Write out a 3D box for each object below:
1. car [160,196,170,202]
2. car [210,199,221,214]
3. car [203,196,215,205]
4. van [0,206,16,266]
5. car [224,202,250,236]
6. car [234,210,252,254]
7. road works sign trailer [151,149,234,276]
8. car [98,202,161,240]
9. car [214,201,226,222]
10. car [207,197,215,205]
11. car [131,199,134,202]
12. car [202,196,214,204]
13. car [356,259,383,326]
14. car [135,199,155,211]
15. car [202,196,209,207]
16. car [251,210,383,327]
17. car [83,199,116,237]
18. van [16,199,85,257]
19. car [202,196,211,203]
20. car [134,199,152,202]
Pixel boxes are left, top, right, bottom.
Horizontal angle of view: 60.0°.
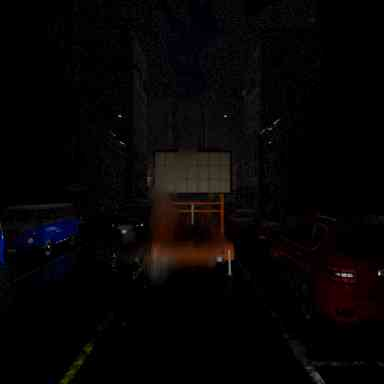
[{"bbox_3d":[-5.579,1.490,68.406,1.887,1.381,4.507,-1,0,0],"label":"car"},{"bbox_3d":[2.901,1.551,29.293,1.947,1.339,4.313,-1,0,0],"label":"car"},{"bbox_3d":[2.948,1.485,57.393,1.752,1.417,4.829,-1,0,0],"label":"car"},{"bbox_3d":[-5.671,1.339,6.963,1.690,1.788,3.998,-1,0,0],"label":"van"},{"bbox_3d":[2.881,1.518,18.292,1.752,1.417,4.829,-1,0,0],"label":"car"},{"bbox_3d":[2.873,1.577,12.536,1.802,1.307,4.206,-1,0,0],"label":"car"},{"bbox_3d":[0.019,0.461,10.355,2.380,3.560,2.880,0,0,0],"label":"road works sign trailer"},{"bbox_3d":[-2.977,1.485,17.096,2.128,1.511,4.902,0,0,0],"label":"car"},{"bbox_3d":[2.891,1.555,23.708,1.947,1.339,4.313,-1,0,0],"label":"car"},{"bbox_3d":[2.910,1.532,34.879,2.008,1.369,4.403,-1,0,0],"label":"car"},{"bbox_3d":[-5.645,1.429,23.720,1.967,1.590,4.097,-1,0,0],"label":"car"},{"bbox_3d":[2.957,1.519,62.809,1.947,1.339,4.313,-1,0,0],"label":"car"},{"bbox_3d":[2.853,1.525,1.534,1.752,1.417,4.829,-1,0,0],"label":"car"},{"bbox_3d":[-5.619,1.559,40.477,1.802,1.307,4.206,-1,0,0],"label":"car"},{"bbox_3d":[2.938,1.517,51.637,2.008,1.369,4.403,-1,0,0],"label":"car"},{"bbox_3d":[2.860,1.313,6.950,2.192,1.841,5.009,-1,0,0],"label":"car"},{"bbox_3d":[-5.655,1.307,18.134,2.192,1.841,5.009,-1,0,0],"label":"car"},{"bbox_3d":[-5.662,1.336,12.548,1.690,1.788,3.998,-1,0,0],"label":"van"},{"bbox_3d":[2.967,1.528,68.395,1.802,1.307,4.206,-1,0,0],"label":"car"},{"bbox_3d":[-5.629,1.422,34.891,1.967,1.590,4.097,-1,0,0],"label":"car"}]
